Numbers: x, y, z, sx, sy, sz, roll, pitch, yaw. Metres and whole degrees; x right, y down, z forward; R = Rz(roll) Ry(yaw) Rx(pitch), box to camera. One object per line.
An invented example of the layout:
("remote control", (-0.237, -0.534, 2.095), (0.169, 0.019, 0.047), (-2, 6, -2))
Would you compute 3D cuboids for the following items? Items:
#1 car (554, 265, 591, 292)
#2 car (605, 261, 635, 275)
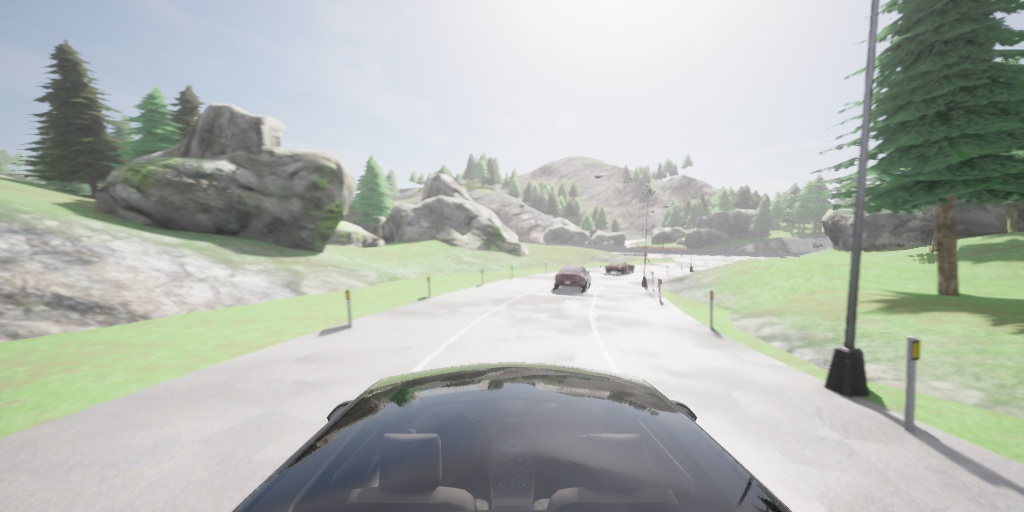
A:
("car", (3.754, 1.279, 21.946), (1.812, 1.442, 4.674), (2, 1, 17))
("car", (11.247, 1.150, 37.024), (1.895, 1.301, 4.718), (3, 3, 34))
